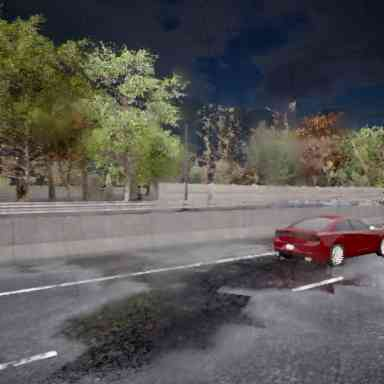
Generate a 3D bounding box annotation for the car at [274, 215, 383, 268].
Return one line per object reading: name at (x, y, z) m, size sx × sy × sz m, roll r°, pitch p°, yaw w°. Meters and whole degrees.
car at (5.022, 1.538, 11.639) m, size 5.008 × 1.535 × 1.882 m, roll 0°, pitch 0°, yaw -35°

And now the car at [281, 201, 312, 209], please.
car at (13.009, 1.798, 39.059) m, size 4.718 × 1.301 × 1.895 m, roll 0°, pitch 0°, yaw -35°

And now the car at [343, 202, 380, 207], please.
car at (17.848, 1.729, 33.910) m, size 4.674 × 1.442 × 1.812 m, roll 0°, pitch 0°, yaw -35°

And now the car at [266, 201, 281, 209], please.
car at (11.225, 1.763, 41.881) m, size 4.181 × 1.385 × 1.994 m, roll 0°, pitch 0°, yaw -37°

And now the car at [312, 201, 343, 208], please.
car at (15.788, 1.729, 36.739) m, size 4.674 × 1.442 × 1.812 m, roll 0°, pitch 0°, yaw -35°
